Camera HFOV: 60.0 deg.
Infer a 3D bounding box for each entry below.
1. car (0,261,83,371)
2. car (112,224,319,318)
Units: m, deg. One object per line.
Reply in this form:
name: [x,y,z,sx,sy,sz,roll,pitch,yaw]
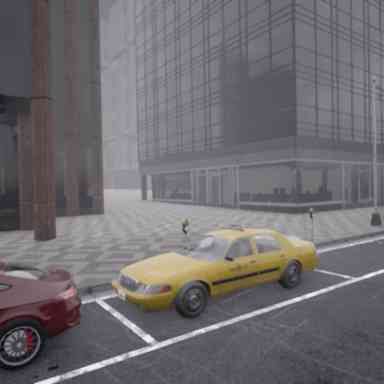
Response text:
car: [-3.555,1.595,4.119,4.206,1.307,1.802,-2,1,-35]
car: [0.747,1.410,7.155,4.829,1.417,1.752,-2,1,-35]
